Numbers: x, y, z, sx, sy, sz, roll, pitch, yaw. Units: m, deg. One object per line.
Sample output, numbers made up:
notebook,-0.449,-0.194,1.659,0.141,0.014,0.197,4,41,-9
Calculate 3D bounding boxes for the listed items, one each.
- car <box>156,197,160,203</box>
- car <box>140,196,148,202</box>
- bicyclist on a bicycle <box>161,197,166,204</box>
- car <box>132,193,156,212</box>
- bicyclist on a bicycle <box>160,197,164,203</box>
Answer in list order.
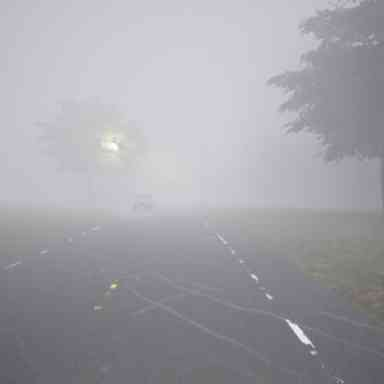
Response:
car,-9.393,2.034,86.360,1.837,1.490,4.892,0,-1,-12
car,-11.308,1.653,78.130,1.812,1.442,4.674,0,-1,-11
bicyclist on a bicycle,-5.945,1.811,73.614,0.866,1.612,1.509,0,-2,-10
car,-5.502,1.191,37.854,2.150,2.045,5.566,0,0,-5
bicyclist on a bicycle,-7.267,1.956,80.553,0.582,1.620,1.656,0,-1,-11
